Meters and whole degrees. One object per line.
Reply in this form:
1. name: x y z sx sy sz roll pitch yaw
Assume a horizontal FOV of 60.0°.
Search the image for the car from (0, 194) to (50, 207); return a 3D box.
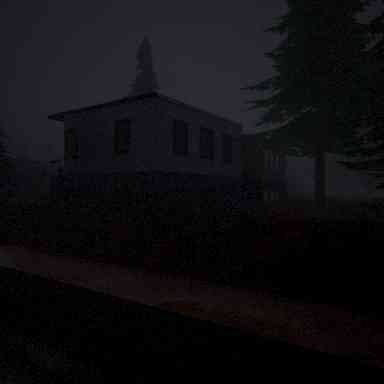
1. car: -14.710 1.201 29.549 2.150 2.045 5.566 0 0 27
